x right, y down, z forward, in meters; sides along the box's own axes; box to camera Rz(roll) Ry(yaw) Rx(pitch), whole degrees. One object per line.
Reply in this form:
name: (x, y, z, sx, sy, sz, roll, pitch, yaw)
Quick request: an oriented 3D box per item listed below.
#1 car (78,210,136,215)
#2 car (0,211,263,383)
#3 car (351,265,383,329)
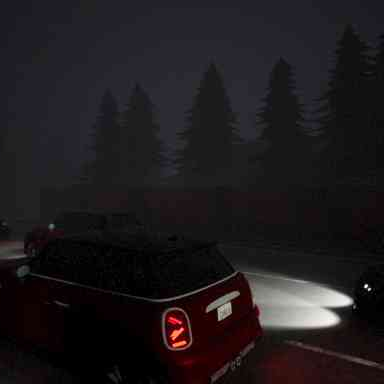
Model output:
car: (-3.426, 1.352, 10.728, 4.553, 1.767, 2.097, 0, 0, 35)
car: (-1.364, 1.352, 4.957, 4.553, 1.767, 2.097, 0, 0, 36)
car: (4.709, 1.564, 4.929, 4.181, 1.385, 1.994, 0, 0, 36)
